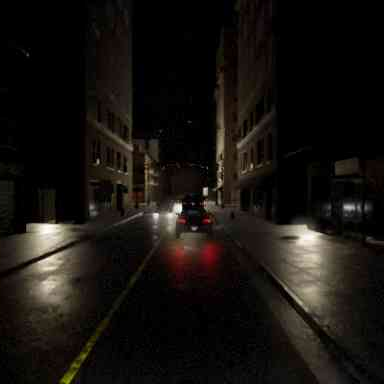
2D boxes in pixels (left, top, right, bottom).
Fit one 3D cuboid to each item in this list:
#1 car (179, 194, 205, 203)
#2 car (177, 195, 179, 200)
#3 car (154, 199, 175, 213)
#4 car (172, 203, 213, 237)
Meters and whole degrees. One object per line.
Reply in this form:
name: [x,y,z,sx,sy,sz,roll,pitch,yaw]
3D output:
car: [0.088,1.230,32.782,2.150,2.045,5.566,0,-1,0]
car: [-3.033,1.342,94.185,2.097,1.767,4.553,0,0,0]
car: [-3.014,1.539,37.222,1.837,1.490,4.892,0,0,0]
car: [0.093,1.533,17.838,1.812,1.442,4.674,0,0,0]
